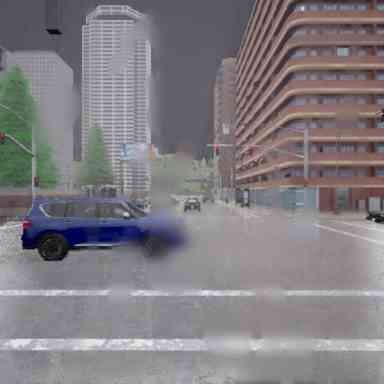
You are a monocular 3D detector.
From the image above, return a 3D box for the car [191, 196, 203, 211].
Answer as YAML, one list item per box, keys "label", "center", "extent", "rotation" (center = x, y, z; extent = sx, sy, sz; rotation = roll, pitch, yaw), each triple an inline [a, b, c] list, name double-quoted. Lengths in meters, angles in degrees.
- label: "car"
  center: [0.046, 1.525, 40.266]
  extent: [1.812, 1.442, 4.674]
  rotation: [0, 0, 0]

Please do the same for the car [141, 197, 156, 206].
- label: "car"
  center: [-7.162, 1.526, 54.944]
  extent: [1.812, 1.442, 4.674]
  rotation: [0, 0, 1]

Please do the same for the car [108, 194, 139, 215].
- label: "car"
  center: [-7.146, 1.222, 35.199]
  extent: [2.150, 2.045, 5.566]
  rotation: [0, 0, 0]

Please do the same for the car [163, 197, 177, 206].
- label: "car"
  center: [-3.656, 1.547, 57.066]
  extent: [2.033, 1.411, 5.357]
  rotation: [0, 0, 0]

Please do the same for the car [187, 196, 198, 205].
- label: "car"
  center: [0.027, 1.477, 60.161]
  extent: [1.882, 1.535, 5.008]
  rotation: [0, 0, 0]

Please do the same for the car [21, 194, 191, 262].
- label: "car"
  center: [-2.899, 1.208, 11.556]
  extent: [5.566, 2.045, 2.150]
  rotation: [0, 0, 0]

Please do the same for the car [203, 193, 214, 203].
- label: "car"
  center: [3.412, 1.221, 68.680]
  extent: [2.150, 2.045, 5.566]
  rotation: [0, 0, 0]

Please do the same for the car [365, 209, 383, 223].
- label: "car"
  center: [15.002, 1.492, 23.249]
  extent: [5.357, 1.411, 2.033]
  rotation: [0, 0, -12]

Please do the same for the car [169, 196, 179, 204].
- label: "car"
  center: [-3.607, 1.526, 67.022]
  extent: [1.812, 1.442, 4.674]
  rotation: [0, 0, 0]

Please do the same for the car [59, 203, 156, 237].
- label: "car"
  center: [-4.673, 1.470, 18.831]
  extent: [5.008, 1.535, 1.882]
  rotation: [0, 1, -39]

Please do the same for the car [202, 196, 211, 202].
- label: "car"
  center: [3.400, 1.576, 78.247]
  extent: [1.895, 1.301, 4.718]
  rotation: [0, 0, 0]

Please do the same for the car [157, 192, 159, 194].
- label: "car"
  center: [-7.127, 1.352, 64.787]
  extent: [2.097, 1.767, 4.553]
  rotation: [0, 0, 0]

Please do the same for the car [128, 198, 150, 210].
- label: "car"
  center: [-7.158, 1.547, 45.449]
  extent: [2.033, 1.411, 5.357]
  rotation: [0, 0, 0]

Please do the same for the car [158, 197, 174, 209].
- label: "car"
  center: [-3.652, 1.526, 47.355]
  extent: [1.812, 1.442, 4.674]
  rotation: [0, 0, 0]

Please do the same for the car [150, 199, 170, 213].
- label: "car"
  center: [-3.647, 1.526, 38.259]
  extent: [1.812, 1.442, 4.674]
  rotation: [0, 0, 0]
